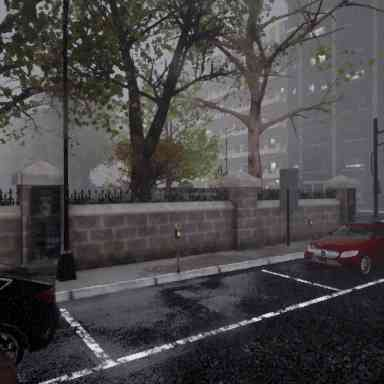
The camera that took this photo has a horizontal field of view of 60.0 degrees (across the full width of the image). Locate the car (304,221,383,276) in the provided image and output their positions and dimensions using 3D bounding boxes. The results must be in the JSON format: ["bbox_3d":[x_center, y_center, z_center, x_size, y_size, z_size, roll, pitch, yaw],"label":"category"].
[{"bbox_3d":[5.251,1.581,10.206,4.206,1.307,1.802,0,0,-35],"label":"car"}]

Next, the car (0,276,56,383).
[{"bbox_3d":[-2.914,1.564,1.337,4.181,1.385,1.994,0,0,-35],"label":"car"}]

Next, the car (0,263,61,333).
[{"bbox_3d":[-3.822,1.566,3.864,4.313,1.339,1.947,0,0,-35],"label":"car"}]
